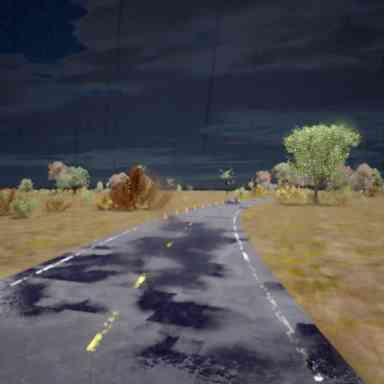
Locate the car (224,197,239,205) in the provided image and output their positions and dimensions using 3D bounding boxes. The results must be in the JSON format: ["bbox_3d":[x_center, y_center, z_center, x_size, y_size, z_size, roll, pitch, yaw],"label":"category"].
[{"bbox_3d":[6.839,1.505,57.687,1.994,1.385,4.181,0,0,17],"label":"car"}]

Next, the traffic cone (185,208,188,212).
[{"bbox_3d":[-0.575,1.922,37.705,0.340,0.580,0.340,0,0,11],"label":"traffic cone"}]
